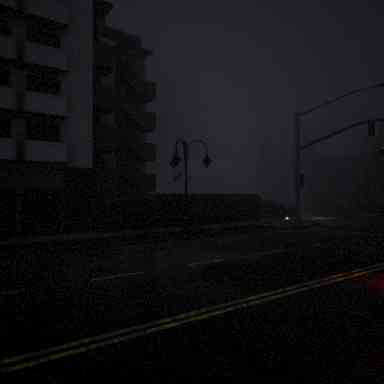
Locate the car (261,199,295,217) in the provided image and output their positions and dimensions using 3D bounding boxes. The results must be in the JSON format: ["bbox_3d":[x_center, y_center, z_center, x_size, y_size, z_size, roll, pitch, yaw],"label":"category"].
[{"bbox_3d":[7.818,1.478,32.198,1.882,1.535,5.008,0,0,-38],"label":"car"}]
